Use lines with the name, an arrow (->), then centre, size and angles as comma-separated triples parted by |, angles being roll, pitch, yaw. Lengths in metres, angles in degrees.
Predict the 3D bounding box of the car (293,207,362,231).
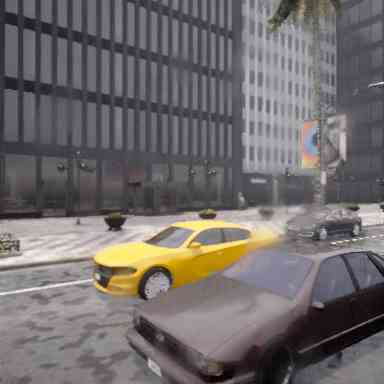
car -> 6.655, 1.502, 16.702 | 4.892, 1.521, 2.231 | 0, 0, -35

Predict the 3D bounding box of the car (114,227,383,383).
car -> 1.748, 1.554, 5.237 | 5.357, 1.411, 2.033 | 0, 0, -35

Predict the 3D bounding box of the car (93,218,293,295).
car -> 0.080, 1.484, 8.347 | 5.008, 1.535, 1.882 | 0, 0, -35
